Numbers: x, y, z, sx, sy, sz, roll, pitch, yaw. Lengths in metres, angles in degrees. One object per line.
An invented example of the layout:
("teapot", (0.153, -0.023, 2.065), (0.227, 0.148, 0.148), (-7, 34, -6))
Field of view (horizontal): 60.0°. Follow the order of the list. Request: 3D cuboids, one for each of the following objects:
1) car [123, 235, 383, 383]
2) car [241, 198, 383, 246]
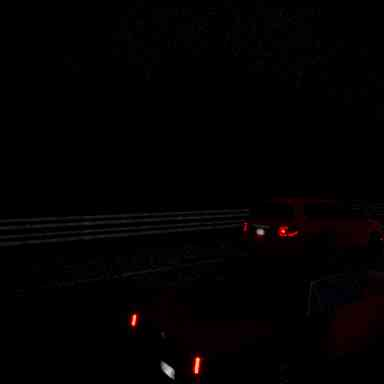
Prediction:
("car", (1.546, 1.602, 4.856), (4.718, 1.301, 1.895), (0, 0, -35))
("car", (4.117, 1.222, 10.978), (5.566, 2.045, 2.150), (0, 0, -36))
